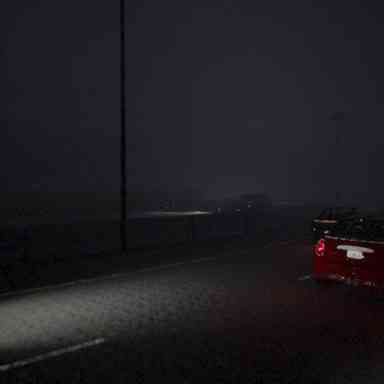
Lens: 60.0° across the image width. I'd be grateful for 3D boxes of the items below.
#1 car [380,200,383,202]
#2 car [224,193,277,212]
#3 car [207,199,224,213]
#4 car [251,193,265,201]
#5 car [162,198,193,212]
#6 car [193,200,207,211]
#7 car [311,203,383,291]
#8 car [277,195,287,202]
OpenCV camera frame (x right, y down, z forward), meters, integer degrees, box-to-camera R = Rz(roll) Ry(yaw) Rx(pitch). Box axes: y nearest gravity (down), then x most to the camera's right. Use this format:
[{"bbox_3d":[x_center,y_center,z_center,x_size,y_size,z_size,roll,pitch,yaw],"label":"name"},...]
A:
[{"bbox_3d":[20.447,1.421,34.500,1.895,1.301,4.718,0,0,26],"label":"car"},{"bbox_3d":[5.376,1.147,29.929,2.150,2.045,5.566,0,0,35],"label":"car"},{"bbox_3d":[3.905,1.423,34.022,2.128,1.511,4.902,0,0,32],"label":"car"},{"bbox_3d":[14.561,1.083,73.402,1.837,1.490,4.892,0,0,-2],"label":"car"},{"bbox_3d":[-1.488,1.467,38.545,1.837,1.490,4.892,0,0,31],"label":"car"},{"bbox_3d":[2.330,1.501,38.139,1.994,1.385,4.181,0,0,30],"label":"car"},{"bbox_3d":[4.992,1.309,8.326,4.553,1.767,2.097,0,0,-41],"label":"car"},{"bbox_3d":[18.156,1.266,68.571,1.994,1.385,4.181,0,0,2],"label":"car"}]
